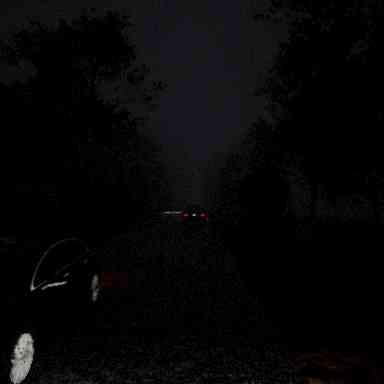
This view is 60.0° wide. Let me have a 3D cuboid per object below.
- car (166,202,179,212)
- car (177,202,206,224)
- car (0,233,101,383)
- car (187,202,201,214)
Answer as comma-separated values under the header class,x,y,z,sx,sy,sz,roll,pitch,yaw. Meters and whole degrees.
class,x,y,z,sx,sy,sz,roll,pitch,yaw
car,-2.638,2.158,48.504,2.033,1.411,5.357,0,-1,1
car,0.165,1.732,26.365,2.033,1.411,5.357,0,-1,0
car,-2.844,1.514,5.295,1.837,1.490,4.892,0,0,0
car,0.271,2.008,43.058,1.812,1.442,4.674,0,-1,1
